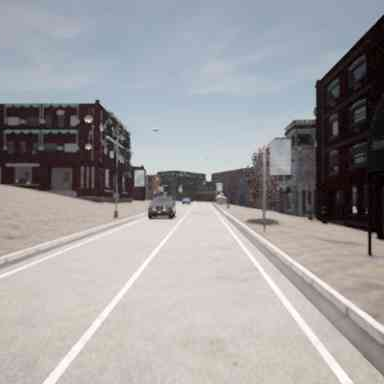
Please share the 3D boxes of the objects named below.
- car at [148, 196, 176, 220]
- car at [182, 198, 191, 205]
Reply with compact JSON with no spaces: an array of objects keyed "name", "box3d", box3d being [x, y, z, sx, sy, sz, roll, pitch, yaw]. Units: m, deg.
[{"name":"car","box3d":[-2.661,1.403,30.729,2.150,2.045,5.566,0,-1,2]},{"name":"car","box3d":[-1.231,2.053,72.566,1.882,1.535,5.008,0,-1,2]}]
